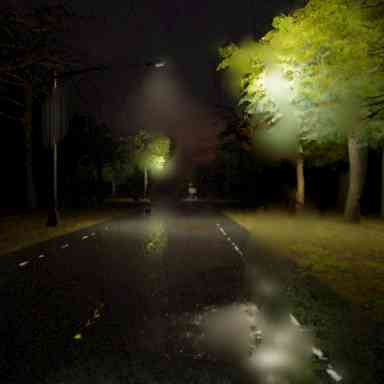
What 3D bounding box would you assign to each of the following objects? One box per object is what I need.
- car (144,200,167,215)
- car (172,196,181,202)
[{"bbox_3d":[-3.578,1.505,33.924,1.812,1.442,4.674,0,0,0],"label":"car"},{"bbox_3d":[-3.463,1.498,75.152,2.033,1.411,5.357,0,0,0],"label":"car"}]
